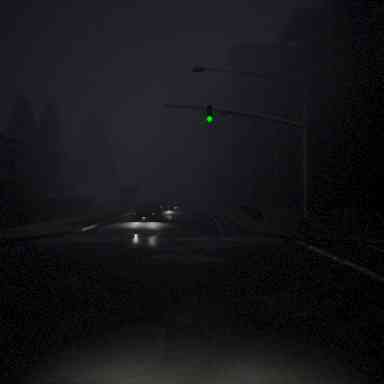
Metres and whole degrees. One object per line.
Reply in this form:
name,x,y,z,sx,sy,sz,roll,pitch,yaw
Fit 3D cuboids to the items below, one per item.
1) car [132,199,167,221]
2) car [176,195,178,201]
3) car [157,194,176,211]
car,-3.525,1.519,27.099,2.033,1.411,5.357,0,0,0
car,-3.356,1.096,55.891,1.837,1.490,4.892,0,0,0
car,-3.480,1.309,40.604,2.097,1.767,4.553,0,0,0
